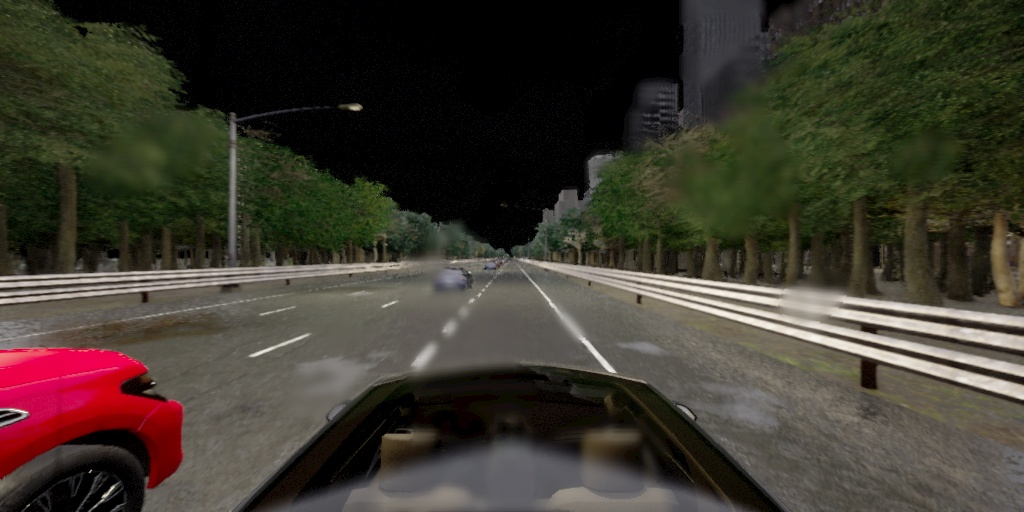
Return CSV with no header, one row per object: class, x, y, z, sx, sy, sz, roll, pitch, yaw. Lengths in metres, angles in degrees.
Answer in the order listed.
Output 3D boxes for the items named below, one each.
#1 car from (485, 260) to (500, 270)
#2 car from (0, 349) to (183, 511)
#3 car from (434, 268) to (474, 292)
car,-3.536,1.697,61.306,1.994,1.385,4.181,0,0,0
car,-3.497,0.958,0.219,2.150,2.045,5.566,0,0,0
car,-3.510,1.429,22.171,1.994,1.385,4.181,0,0,0
